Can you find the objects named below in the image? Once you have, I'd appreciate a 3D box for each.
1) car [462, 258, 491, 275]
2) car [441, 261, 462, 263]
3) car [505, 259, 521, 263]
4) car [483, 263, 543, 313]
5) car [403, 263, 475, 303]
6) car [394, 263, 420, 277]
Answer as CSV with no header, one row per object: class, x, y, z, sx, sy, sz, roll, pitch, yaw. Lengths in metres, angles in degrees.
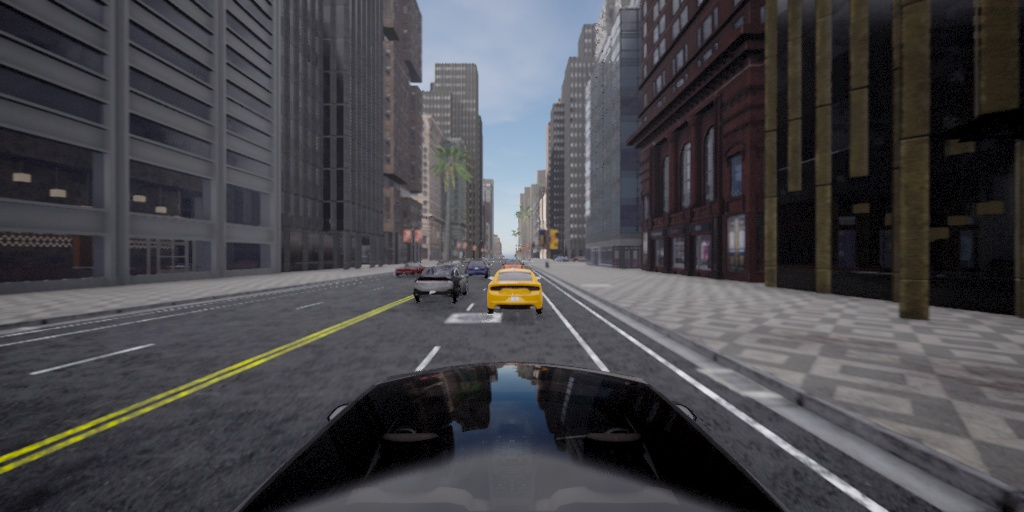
car,-3.150,1.093,33.957,2.097,1.767,4.553,0,0,0
car,-6.594,1.305,36.153,1.994,1.385,4.181,0,0,0
car,0.100,1.093,33.957,2.097,1.767,4.553,0,0,0
car,0.109,1.224,14.003,1.882,1.535,5.008,0,0,0
car,-3.150,1.237,16.598,2.128,1.511,4.902,0,0,0
car,-9.847,1.342,34.909,1.895,1.301,4.718,0,0,0
